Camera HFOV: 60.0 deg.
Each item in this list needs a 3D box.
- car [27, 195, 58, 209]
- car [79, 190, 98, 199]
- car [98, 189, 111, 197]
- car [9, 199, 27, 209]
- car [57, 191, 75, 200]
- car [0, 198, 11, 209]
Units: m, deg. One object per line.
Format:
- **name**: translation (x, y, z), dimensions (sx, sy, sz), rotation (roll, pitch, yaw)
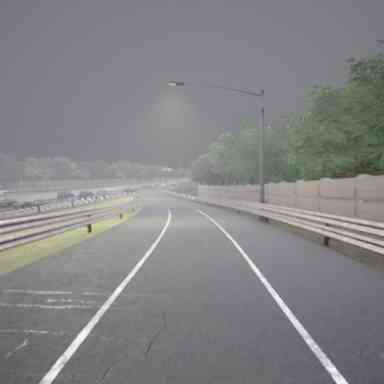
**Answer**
- **car**: translation (-26.865, 1.976, 59.997), dimensions (2.097, 1.767, 4.553), rotation (0, 3, 8)
- **car**: translation (-26.909, 0.573, 85.031), dimensions (2.150, 2.045, 5.566), rotation (0, 3, 8)
- **car**: translation (-22.939, 0.728, 88.170), dimensions (1.994, 1.385, 4.181), rotation (0, 3, 8)
- **car**: translation (-30.322, 2.196, 60.556), dimensions (1.895, 1.301, 4.718), rotation (0, 3, 8)
- **car**: translation (-30.929, 0.756, 81.539), dimensions (2.150, 2.045, 5.566), rotation (0, 3, 8)
- **car**: translation (-33.798, 1.936, 60.962), dimensions (2.097, 1.767, 4.553), rotation (0, 3, 8)
